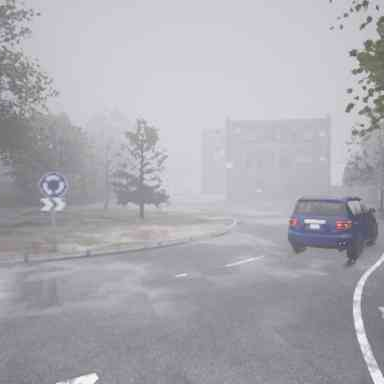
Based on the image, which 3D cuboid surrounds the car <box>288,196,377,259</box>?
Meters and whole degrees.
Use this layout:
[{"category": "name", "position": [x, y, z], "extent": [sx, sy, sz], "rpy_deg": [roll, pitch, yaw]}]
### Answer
[{"category": "car", "position": [5.502, 1.162, 12.681], "extent": [2.150, 2.045, 5.566], "rpy_deg": [0, 1, 37]}]
